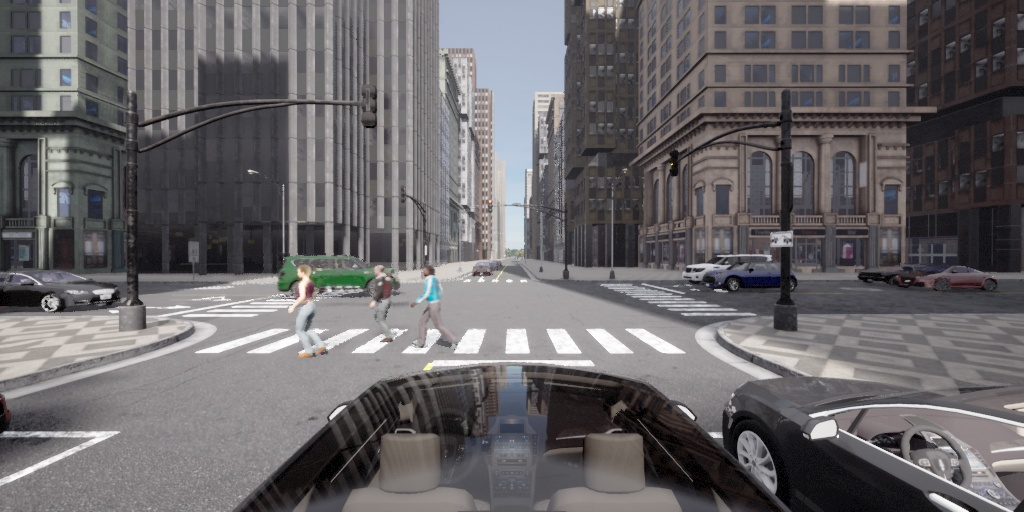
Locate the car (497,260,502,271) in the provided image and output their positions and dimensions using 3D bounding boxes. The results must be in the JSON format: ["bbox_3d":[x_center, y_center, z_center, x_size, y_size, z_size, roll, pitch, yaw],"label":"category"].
[{"bbox_3d":[-2.852,1.317,49.379,1.994,1.385,4.181,0,0,0],"label":"car"}]

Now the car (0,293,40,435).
[{"bbox_3d":[-5.764,1.190,1.565,1.967,1.591,4.097,0,0,0],"label":"car"}]

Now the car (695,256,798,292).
[{"bbox_3d":[13.354,1.053,20.361,4.553,1.767,2.097,0,0,0],"label":"car"}]

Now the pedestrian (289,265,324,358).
[{"bbox_3d":[-4.031,1.043,7.042,0.375,1.860,0.375,0,0,0],"label":"pedestrian"}]

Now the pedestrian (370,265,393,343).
[{"bbox_3d":[-2.973,1.052,8.240,0.375,1.860,0.375,0,0,0],"label":"pedestrian"}]

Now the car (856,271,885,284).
[{"bbox_3d":[25.765,1.256,23.576,4.718,1.301,1.895,0,0,0],"label":"car"}]

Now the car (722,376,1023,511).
[{"bbox_3d":[2.762,1.300,1.550,2.007,1.370,4.403,0,0,0],"label":"car"}]

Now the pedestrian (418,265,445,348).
[{"bbox_3d":[-1.712,1.049,7.638,0.375,1.860,0.375,0,0,0],"label":"pedestrian"}]

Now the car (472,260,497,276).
[{"bbox_3d":[-2.902,1.298,36.844,2.033,1.411,5.357,0,0,0],"label":"car"}]

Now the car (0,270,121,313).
[{"bbox_3d":[-18.012,1.308,13.736,4.902,1.511,2.128,0,0,0],"label":"car"}]

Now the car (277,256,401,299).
[{"bbox_3d":[-8.492,0.995,17.938,5.566,2.045,2.150,0,0,-13],"label":"car"}]

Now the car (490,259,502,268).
[{"bbox_3d":[-2.778,1.322,63.390,1.994,1.385,4.181,0,0,1],"label":"car"}]

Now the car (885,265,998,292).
[{"bbox_3d":[24.439,1.236,20.334,4.181,1.385,1.994,0,0,0],"label":"car"}]

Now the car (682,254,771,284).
[{"bbox_3d":[14.290,0.907,23.610,5.566,2.045,2.150,0,0,0],"label":"car"}]
